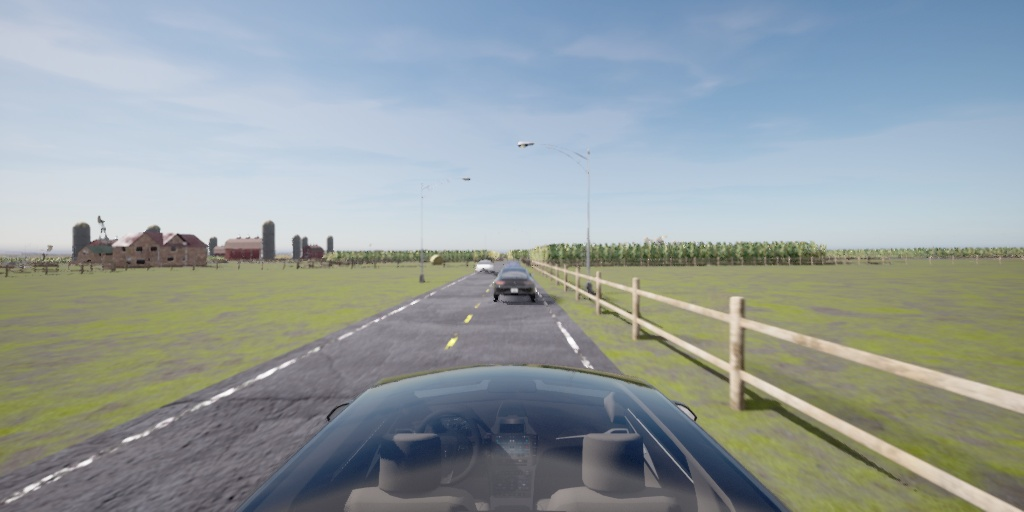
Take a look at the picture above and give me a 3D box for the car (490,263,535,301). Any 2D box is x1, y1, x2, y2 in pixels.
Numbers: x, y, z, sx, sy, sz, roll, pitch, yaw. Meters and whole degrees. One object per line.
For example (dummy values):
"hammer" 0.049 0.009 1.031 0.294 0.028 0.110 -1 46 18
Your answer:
"car" 0.100 1.240 16.942 1.812 1.442 4.674 0 0 0

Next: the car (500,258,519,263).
"car" 0.097 1.214 38.662 2.033 1.411 5.357 0 0 0

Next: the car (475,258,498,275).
"car" -2.840 1.192 38.371 1.812 1.442 4.674 0 0 0
